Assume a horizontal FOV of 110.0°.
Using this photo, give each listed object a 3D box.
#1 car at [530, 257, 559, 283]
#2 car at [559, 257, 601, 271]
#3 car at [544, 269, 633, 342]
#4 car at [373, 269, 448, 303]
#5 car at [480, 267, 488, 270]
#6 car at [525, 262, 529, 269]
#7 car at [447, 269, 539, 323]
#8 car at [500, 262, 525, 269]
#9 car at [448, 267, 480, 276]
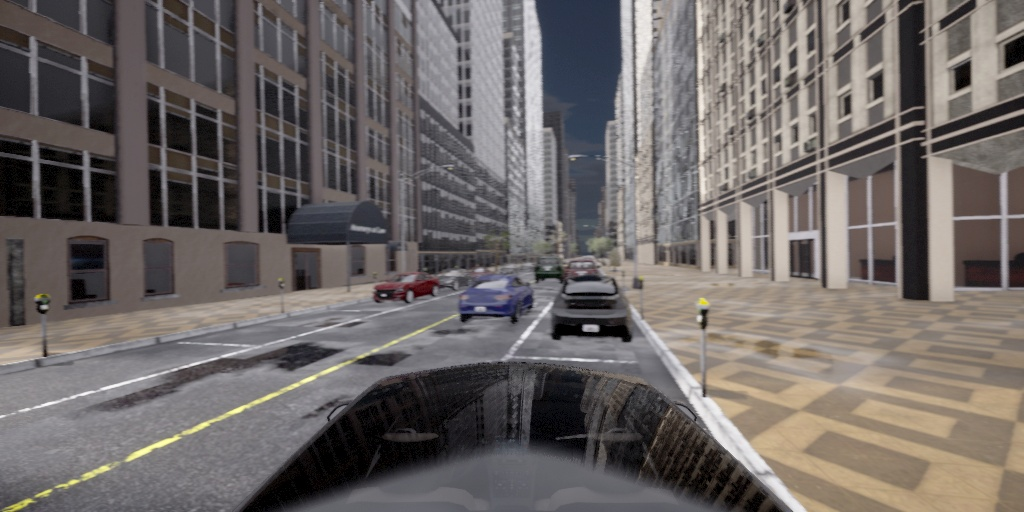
[{"bbox_3d":[3.174,1.072,28.806,2.150,2.045,5.566,-1,0,12],"label":"car"},{"bbox_3d":[4.279,1.105,21.656,2.192,1.841,5.009,0,0,12],"label":"car"},{"bbox_3d":[2.146,1.263,9.819,1.837,1.490,4.892,-1,0,12],"label":"car"},{"bbox_3d":[-5.120,1.476,17.892,1.888,1.381,4.507,0,0,12],"label":"car"},{"bbox_3d":[-2.694,1.535,28.997,1.802,1.307,4.207,0,0,12],"label":"car"},{"bbox_3d":[2.159,1.546,51.207,2.007,1.370,4.403,0,0,12],"label":"car"},{"bbox_3d":[-0.405,1.344,12.395,1.812,1.442,4.674,-1,0,12],"label":"car"},{"bbox_3d":[-0.268,1.525,40.103,2.007,1.370,4.403,0,0,12],"label":"car"},{"bbox_3d":[-3.908,1.493,23.445,2.007,1.370,4.403,0,0,12],"label":"car"}]
